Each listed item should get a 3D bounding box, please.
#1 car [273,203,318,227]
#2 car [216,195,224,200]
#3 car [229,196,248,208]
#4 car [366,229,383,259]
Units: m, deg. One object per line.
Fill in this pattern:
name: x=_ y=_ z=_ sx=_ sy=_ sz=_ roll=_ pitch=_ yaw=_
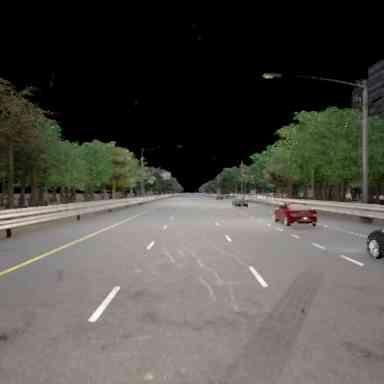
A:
car: x=7.025 y=1.497 z=23.047 sx=1.882 sy=1.535 sz=5.008 roll=0 pitch=0 yaw=0
car: x=7.798 y=1.498 z=92.161 sx=1.837 sy=1.490 sz=4.892 roll=0 pitch=0 yaw=8
car: x=7.070 y=1.603 z=49.259 sx=1.895 sy=1.301 sz=4.718 roll=0 pitch=0 yaw=0
car: x=7.004 y=1.507 z=9.673 sx=1.837 sy=1.490 sz=4.892 roll=0 pitch=0 yaw=0
